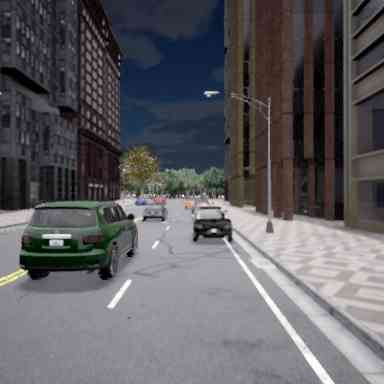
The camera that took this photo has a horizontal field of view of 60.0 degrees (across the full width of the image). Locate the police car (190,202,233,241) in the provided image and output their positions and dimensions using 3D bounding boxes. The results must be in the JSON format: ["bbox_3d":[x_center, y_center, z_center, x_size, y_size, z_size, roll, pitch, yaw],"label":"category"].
[{"bbox_3d":[0.980,1.544,17.445,1.930,1.638,5.238,0,0,0],"label":"police car"}]

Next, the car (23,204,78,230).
[{"bbox_3d":[-9.842,1.665,23.614,1.837,1.490,4.892,0,0,0],"label":"car"}]

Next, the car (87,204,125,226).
[{"bbox_3d":[-6.591,1.701,25.993,1.812,1.442,4.674,0,0,0],"label":"car"}]

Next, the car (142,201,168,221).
[{"bbox_3d":[-3.141,1.744,29.134,2.033,1.411,5.357,0,0,0],"label":"car"}]

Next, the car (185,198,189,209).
[{"bbox_3d":[0.015,1.698,51.782,2.097,1.767,4.553,0,0,0],"label":"car"}]

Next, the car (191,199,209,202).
[{"bbox_3d":[0.982,1.641,27.525,1.801,1.575,5.366,0,0,0],"label":"car"}]

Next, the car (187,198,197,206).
[{"bbox_3d":[0.019,2.002,67.687,2.033,1.411,5.357,0,0,0],"label":"car"}]

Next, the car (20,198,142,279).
[{"bbox_3d":[-3.147,1.293,10.410,2.150,2.045,5.566,0,0,0],"label":"car"}]

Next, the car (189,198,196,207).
[{"bbox_3d":[0.984,1.576,33.306,2.097,1.767,4.553,0,0,0],"label":"car"}]

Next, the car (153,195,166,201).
[{"bbox_3d":[-6.486,1.675,66.835,2.150,2.045,5.566,0,0,0],"label":"car"}]

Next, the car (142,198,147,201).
[{"bbox_3d":[-9.754,1.905,64.060,1.882,1.535,5.008,0,0,1],"label":"car"}]
